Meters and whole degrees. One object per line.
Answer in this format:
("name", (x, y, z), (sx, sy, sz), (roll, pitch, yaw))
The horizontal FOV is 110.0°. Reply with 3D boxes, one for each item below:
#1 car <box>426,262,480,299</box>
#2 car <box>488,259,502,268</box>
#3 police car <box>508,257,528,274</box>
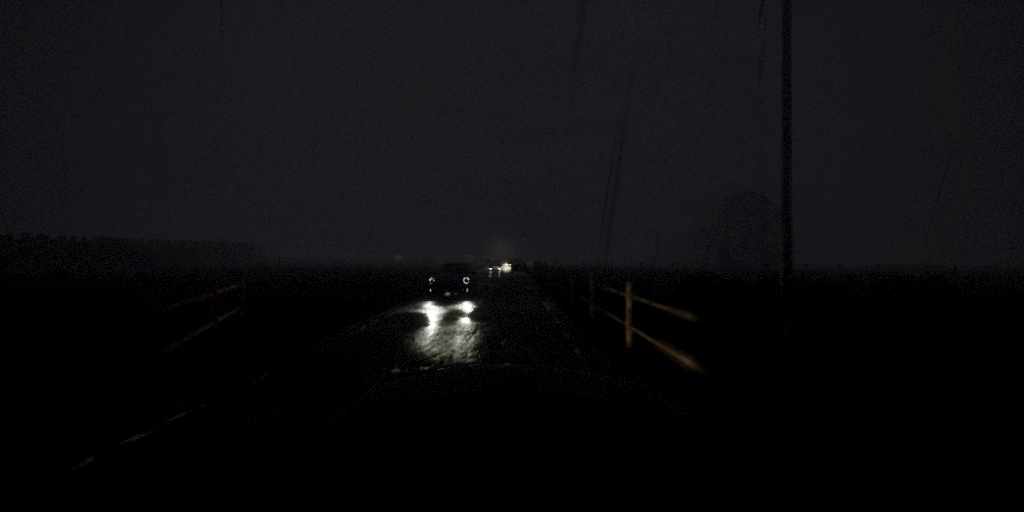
("car", (-2.853, 1.098, 18.132), (2.097, 1.767, 4.553), (0, 0, 0))
("car", (-2.798, 1.255, 60.988), (1.812, 1.442, 4.674), (0, 0, 1))
("police car", (0.813, 1.163, 41.862), (1.930, 1.638, 5.238), (0, 0, 0))
